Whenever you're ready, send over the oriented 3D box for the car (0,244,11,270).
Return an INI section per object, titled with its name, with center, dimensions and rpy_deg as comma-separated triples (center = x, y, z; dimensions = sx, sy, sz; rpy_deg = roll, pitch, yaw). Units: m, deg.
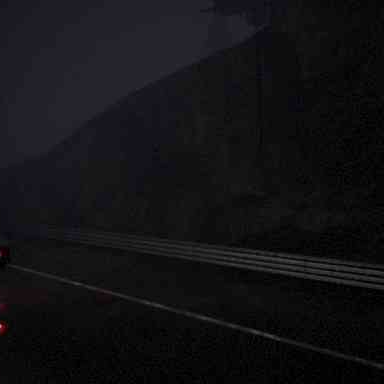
[car]
center = -6.868, 1.531, 8.855
dimensions = 4.718, 1.301, 1.895
rpy_deg = 0, 0, 36
